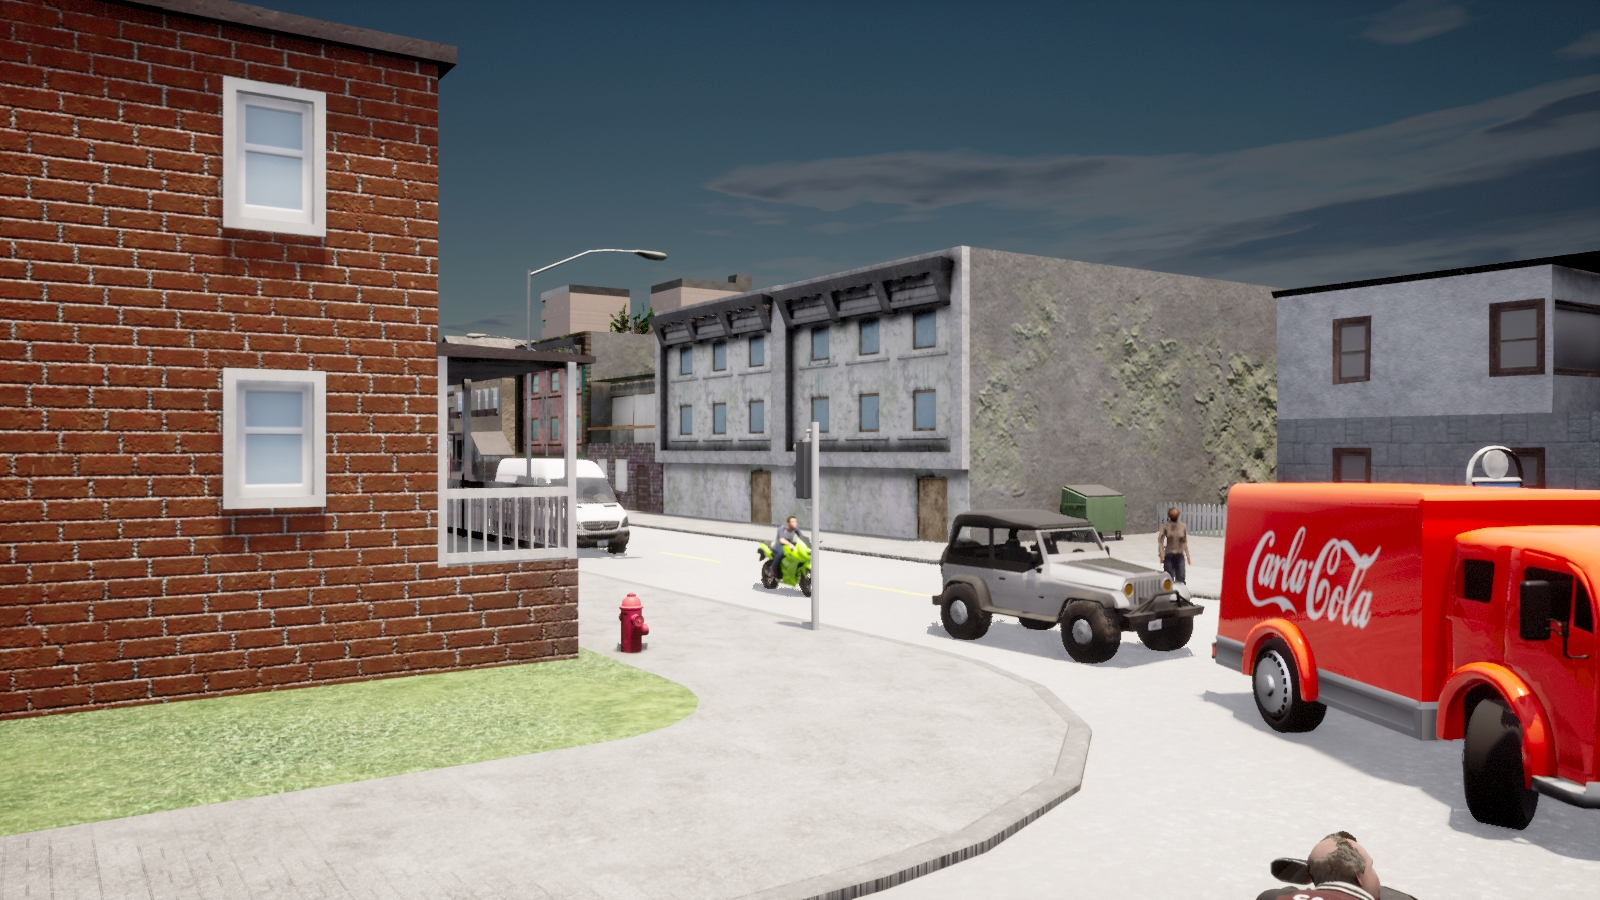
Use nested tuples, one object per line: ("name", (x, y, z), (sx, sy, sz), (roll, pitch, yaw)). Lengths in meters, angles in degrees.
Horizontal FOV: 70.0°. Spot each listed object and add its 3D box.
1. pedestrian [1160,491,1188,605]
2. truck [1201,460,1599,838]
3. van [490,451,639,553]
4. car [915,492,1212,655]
("pedestrian", (6.224, 1.628, 19.021), (0.375, 1.860, 0.375), (0, 0, 8))
("truck", (6.072, 1.347, 10.335), (2.627, 2.467, 5.204), (0, 0, -6))
("van", (-6.711, 1.314, 31.921), (1.988, 2.561, 5.915), (0, 0, -34))
("car", (3.678, 1.635, 16.523), (1.905, 1.878, 3.866), (0, 0, -36))
